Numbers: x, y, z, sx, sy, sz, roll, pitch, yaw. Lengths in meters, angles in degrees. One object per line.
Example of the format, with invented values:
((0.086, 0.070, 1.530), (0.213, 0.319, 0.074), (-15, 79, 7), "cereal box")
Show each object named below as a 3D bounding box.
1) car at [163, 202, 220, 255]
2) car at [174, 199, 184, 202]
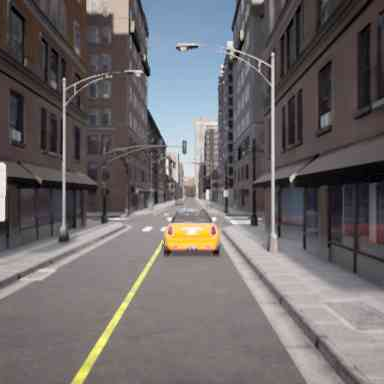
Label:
((-0.004, 1.485, 14.069), (2.097, 1.767, 4.553), (0, -1, 0), "car")
((-2.781, 2.302, 73.160), (2.033, 1.411, 5.357), (0, -1, 0), "car")
